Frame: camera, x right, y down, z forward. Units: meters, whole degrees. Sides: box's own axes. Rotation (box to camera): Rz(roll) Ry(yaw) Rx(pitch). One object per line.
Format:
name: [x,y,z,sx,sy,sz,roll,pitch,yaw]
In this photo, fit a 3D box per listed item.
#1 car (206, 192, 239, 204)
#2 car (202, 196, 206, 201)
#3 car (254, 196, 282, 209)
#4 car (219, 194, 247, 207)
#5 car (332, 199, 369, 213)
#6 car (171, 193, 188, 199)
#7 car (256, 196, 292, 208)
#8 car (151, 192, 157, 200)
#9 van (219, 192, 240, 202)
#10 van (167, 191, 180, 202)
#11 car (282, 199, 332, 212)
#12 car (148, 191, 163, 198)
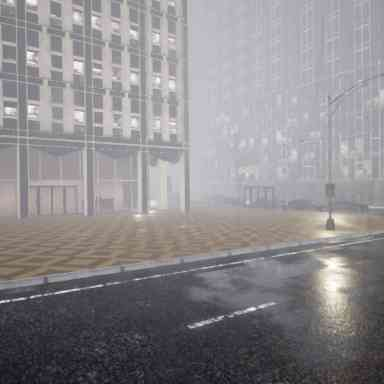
car: [4.861,1.159,52.356,1.837,1.490,4.892,-1,1,-34]
car: [3.536,1.043,64.591,1.802,1.307,4.206,0,1,-34]
car: [9.298,1.388,41.021,1.802,1.307,4.206,0,1,-34]
car: [6.150,1.319,45.753,1.947,1.339,4.313,0,1,-34]
car: [16.427,1.405,35.328,1.994,1.385,4.181,-1,1,-34]
car: [-2.857,0.936,73.991,1.802,1.307,4.206,0,1,-34]
car: [10.688,1.275,43.763,1.812,1.442,4.674,-1,1,-34]
car: [-9.787,1.039,69.279,2.008,1.369,4.403,0,1,-34]
van: [6.731,0.855,59.889,1.690,1.788,3.998,0,1,-34]
van: [-3.394,0.937,59.877,1.690,1.788,3.998,0,1,-34]
car: [12.481,1.423,36.309,1.947,1.339,4.313,0,1,-34]
car: [-9.251,0.686,83.388,1.967,1.590,4.097,0,1,-34]
